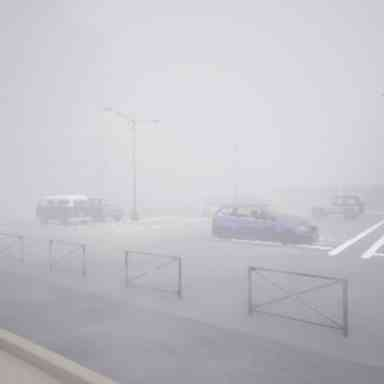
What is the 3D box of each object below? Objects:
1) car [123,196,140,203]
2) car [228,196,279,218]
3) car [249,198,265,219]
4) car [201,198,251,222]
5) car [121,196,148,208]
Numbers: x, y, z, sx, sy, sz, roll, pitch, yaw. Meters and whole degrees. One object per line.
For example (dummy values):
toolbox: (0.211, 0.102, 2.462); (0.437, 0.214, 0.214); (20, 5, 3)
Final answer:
car: (-15.529, 1.866, 85.340); (1.851, 1.617, 3.988); (-1, 0, 36)
car: (5.954, 1.289, 33.529); (4.605, 1.855, 1.932); (-1, 0, 36)
car: (4.432, 1.499, 31.319); (3.905, 1.438, 1.784); (-1, 0, 36)
car: (2.743, 1.531, 28.967); (3.806, 1.475, 1.970); (-1, 0, 36)
car: (-10.946, 1.930, 65.531); (2.033, 1.411, 5.357); (-1, 0, 35)
